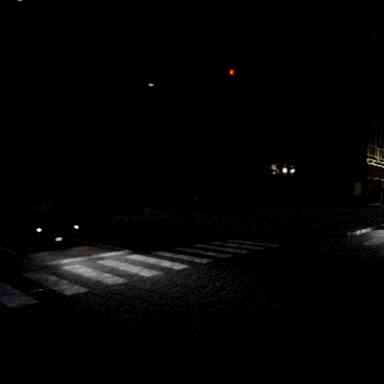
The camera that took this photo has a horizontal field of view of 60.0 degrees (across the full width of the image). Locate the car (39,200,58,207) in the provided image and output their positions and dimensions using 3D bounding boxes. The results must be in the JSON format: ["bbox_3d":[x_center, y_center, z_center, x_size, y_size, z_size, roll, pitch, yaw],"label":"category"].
[{"bbox_3d":[-11.061,1.283,26.036,4.829,1.417,1.752,1,1,43],"label":"car"}]

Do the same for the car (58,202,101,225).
[{"bbox_3d":[-6.797,1.355,22.113,4.507,1.381,1.887,1,1,43],"label":"car"}]

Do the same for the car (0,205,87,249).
[{"bbox_3d":[-6.584,1.426,13.865,4.718,1.301,1.895,1,0,42],"label":"car"}]

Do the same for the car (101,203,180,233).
[{"bbox_3d":[-2.783,1.385,18.420,4.829,1.417,1.752,1,1,43],"label":"car"}]

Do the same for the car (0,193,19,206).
[{"bbox_3d":[-19.212,0.973,33.536,5.009,1.841,2.192,1,1,43],"label":"car"}]
